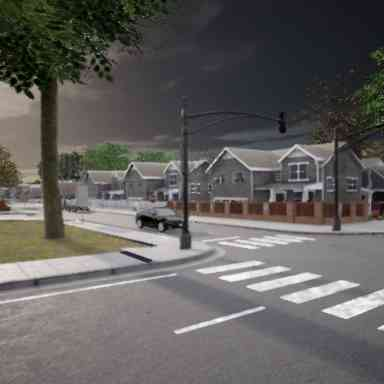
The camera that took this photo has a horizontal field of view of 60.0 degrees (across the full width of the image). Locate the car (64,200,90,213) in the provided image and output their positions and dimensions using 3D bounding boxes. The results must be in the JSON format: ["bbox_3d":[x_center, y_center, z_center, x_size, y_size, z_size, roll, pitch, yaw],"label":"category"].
[{"bbox_3d":[-16.301,1.958,47.792,2.097,1.767,4.553,-1,0,-35],"label":"car"}]

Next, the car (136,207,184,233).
[{"bbox_3d":[-2.088,1.783,22.565,1.882,1.535,5.008,-1,0,-35],"label":"car"}]

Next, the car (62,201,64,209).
[{"bbox_3d":[-22.172,2.258,56.084,1.812,1.442,4.674,-1,0,-35],"label":"car"}]
